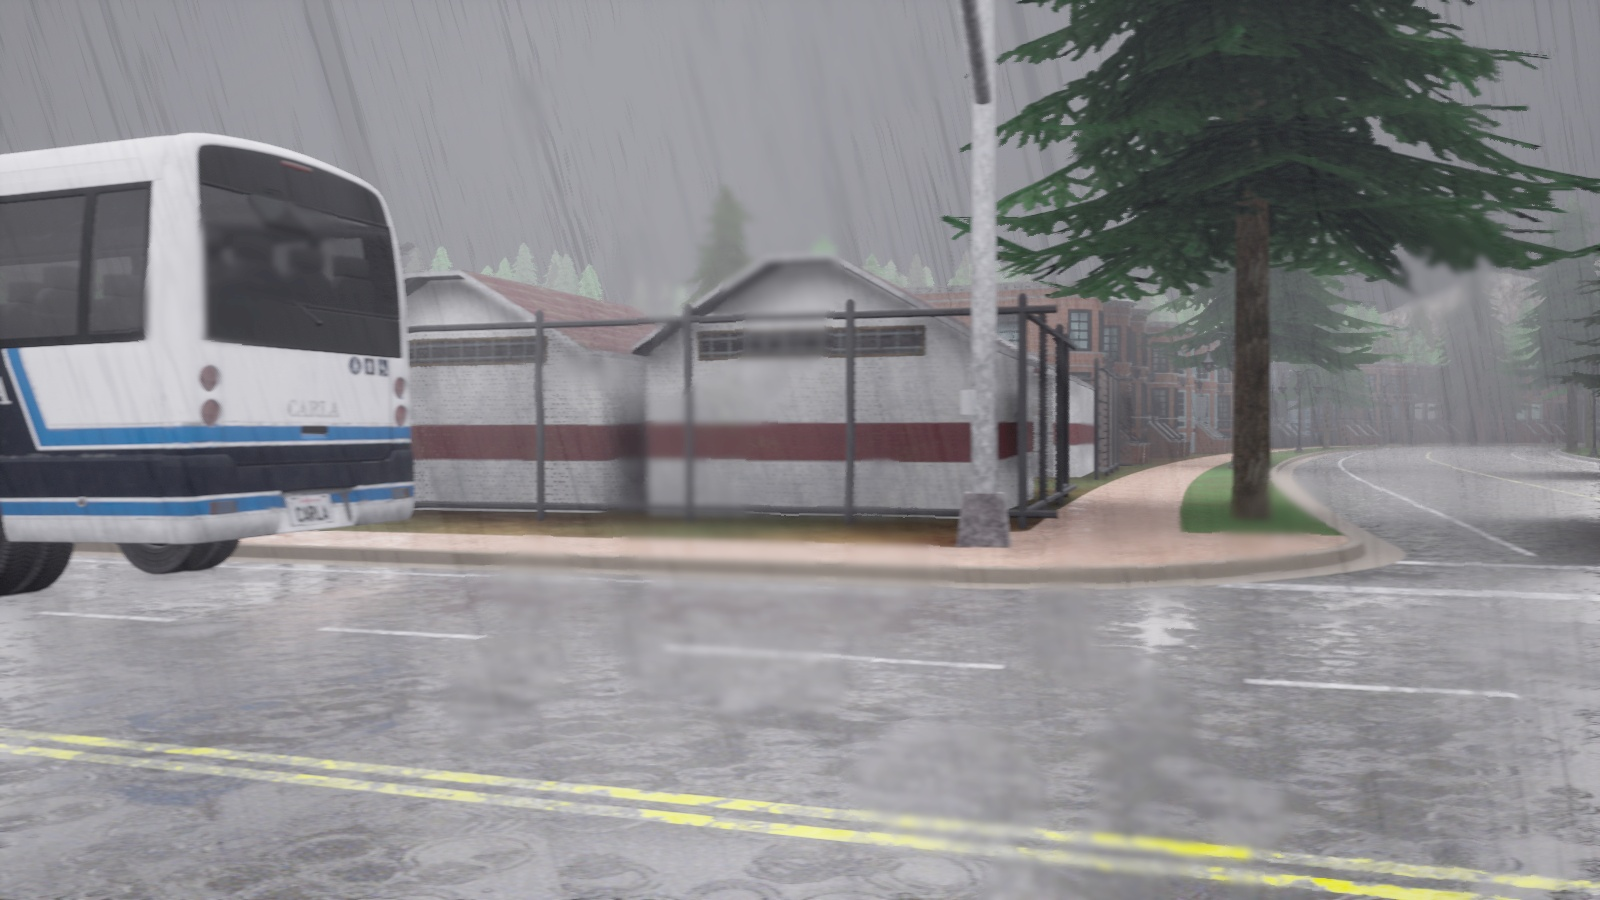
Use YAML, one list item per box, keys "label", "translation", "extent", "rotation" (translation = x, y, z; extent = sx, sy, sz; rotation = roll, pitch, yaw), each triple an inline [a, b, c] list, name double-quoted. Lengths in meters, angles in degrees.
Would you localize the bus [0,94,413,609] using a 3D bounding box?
- label: "bus"
  translation: [-9.872, -0.810, 13.877]
  extent: [10.273, 4.253, 3.944]
  rotation: [0, 1, 18]
